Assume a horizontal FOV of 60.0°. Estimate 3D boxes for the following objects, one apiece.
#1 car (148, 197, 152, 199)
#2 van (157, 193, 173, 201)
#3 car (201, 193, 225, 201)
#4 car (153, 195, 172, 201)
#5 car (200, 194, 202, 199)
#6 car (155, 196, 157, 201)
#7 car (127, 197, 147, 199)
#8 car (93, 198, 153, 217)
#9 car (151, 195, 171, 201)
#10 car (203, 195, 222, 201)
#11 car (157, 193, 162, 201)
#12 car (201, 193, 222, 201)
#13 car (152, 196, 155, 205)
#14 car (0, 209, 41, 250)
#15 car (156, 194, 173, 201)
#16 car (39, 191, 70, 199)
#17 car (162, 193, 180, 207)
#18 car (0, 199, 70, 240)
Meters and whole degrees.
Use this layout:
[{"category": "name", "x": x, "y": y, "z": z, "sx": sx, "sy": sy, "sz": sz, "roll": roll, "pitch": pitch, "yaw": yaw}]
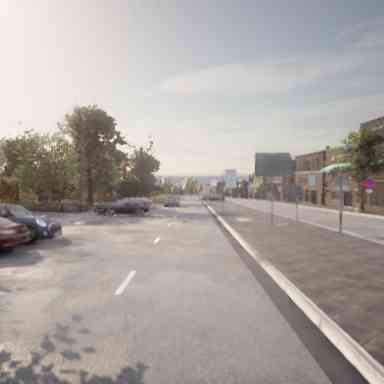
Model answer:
[{"category": "car", "x": -8.067, "y": 1.479, "z": 42.721, "sx": 4.892, "sy": 1.521, "sz": 2.231, "roll": 0, "pitch": 0, "yaw": 1}, {"category": "van", "x": -7.730, "y": 1.404, "z": 94.333, "sx": 4.442, "sy": 1.987, "sz": 1.878, "roll": 0, "pitch": -1, "yaw": 0}, {"category": "car", "x": 5.353, "y": 1.532, "z": 80.273, "sx": 4.892, "sy": 1.521, "sz": 2.231, "roll": 0, "pitch": 0, "yaw": 1}, {"category": "car", "x": -7.685, "y": 1.599, "z": 85.981, "sx": 4.674, "sy": 1.452, "sz": 2.002, "roll": 0, "pitch": 0, "yaw": 1}, {"category": "car", "x": 5.343, "y": 1.294, "z": 83.076, "sx": 5.566, "sy": 2.045, "sz": 2.435, "roll": 0, "pitch": 0, "yaw": 0}, {"category": "car", "x": -8.012, "y": 1.523, "z": 49.142, "sx": 4.674, "sy": 1.452, "sz": 2.002, "roll": 0, "pitch": 0, "yaw": 1}, {"category": "car", "x": -8.099, "y": 1.515, "z": 39.445, "sx": 4.674, "sy": 1.452, "sz": 2.002, "roll": 0, "pitch": 0, "yaw": 1}, {"category": "car", "x": -6.170, "y": 1.459, "z": 29.248, "sx": 4.718, "sy": 1.301, "sz": 1.895, "roll": 2, "pitch": -1, "yaw": -40}, {"category": "car", "x": -7.713, "y": 1.540, "z": 83.195, "sx": 5.008, "sy": 1.535, "sz": 2.097, "roll": 0, "pitch": 0, "yaw": 1}, {"category": "car", "x": 5.414, "y": 1.584, "z": 88.678, "sx": 4.892, "sy": 1.521, "sz": 2.231, "roll": 0, "pitch": -1, "yaw": 0}, {"category": "car", "x": -7.752, "y": 1.515, "z": 77.627, "sx": 5.008, "sy": 1.535, "sz": 2.097, "roll": 0, "pitch": 0, "yaw": 1}, {"category": "car", "x": 5.415, "y": 1.358, "z": 91.486, "sx": 5.566, "sy": 2.045, "sz": 2.435, "roll": 0, "pitch": -1, "yaw": 0}, {"category": "car", "x": -8.049, "y": 1.480, "z": 45.994, "sx": 5.008, "sy": 1.535, "sz": 2.097, "roll": 0, "pitch": 0, "yaw": 1}, {"category": "car", "x": -8.308, "y": 1.492, "z": 11.940, "sx": 4.674, "sy": 1.452, "sz": 2.002, "roll": 0, "pitch": 0, "yaw": 0}, {"category": "car", "x": -7.605, "y": 1.478, "z": 91.550, "sx": 4.553, "sy": 1.767, "sz": 2.185, "roll": 0, "pitch": -1, "yaw": 0}, {"category": "car", "x": -25.837, "y": 0.873, "z": 62.618, "sx": 5.566, "sy": 2.045, "sz": 2.150, "roll": 1, "pitch": 3, "yaw": 0}, {"category": "car", "x": -2.922, "y": 1.359, "z": 50.024, "sx": 2.097, "sy": 1.767, "sz": 4.553, "roll": 0, "pitch": 0, "yaw": 1}, {"category": "car", "x": -8.352, "y": 1.327, "z": 15.110, "sx": 4.553, "sy": 1.767, "sz": 2.185, "roll": 0, "pitch": 0, "yaw": 0}]
